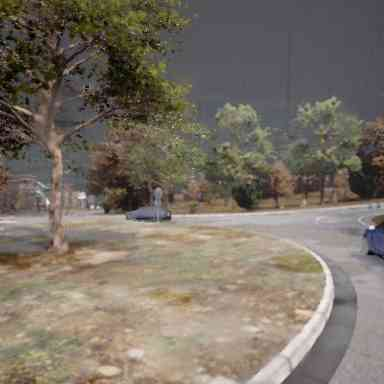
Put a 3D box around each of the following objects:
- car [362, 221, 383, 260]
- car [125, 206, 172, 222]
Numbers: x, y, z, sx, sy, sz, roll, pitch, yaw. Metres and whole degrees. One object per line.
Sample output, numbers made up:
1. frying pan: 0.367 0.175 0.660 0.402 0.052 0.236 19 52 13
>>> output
1. car: 6.822 1.515 10.357 1.882 1.535 5.008 0 -1 14
2. car: -3.960 1.979 30.279 4.181 1.385 1.994 -1 -1 22
